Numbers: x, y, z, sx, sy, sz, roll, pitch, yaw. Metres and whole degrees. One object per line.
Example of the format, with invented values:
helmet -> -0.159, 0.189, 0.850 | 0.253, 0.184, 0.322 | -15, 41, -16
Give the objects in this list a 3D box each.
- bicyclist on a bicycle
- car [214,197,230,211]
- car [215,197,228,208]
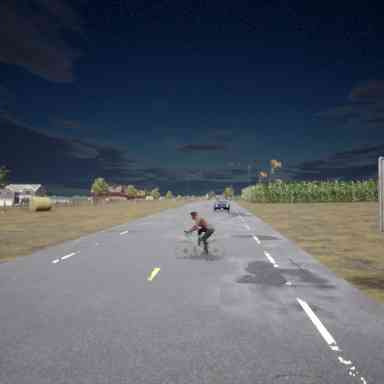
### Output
bicyclist on a bicycle -> 0.250, 1.456, 10.859 | 1.656, 1.620, 0.582 | -2, 0, 5
car -> 3.579, 1.623, 39.879 | 1.895, 1.301, 4.718 | 0, 0, 5
car -> 4.472, 1.576, 49.750 | 1.837, 1.490, 4.892 | 0, 0, 5
